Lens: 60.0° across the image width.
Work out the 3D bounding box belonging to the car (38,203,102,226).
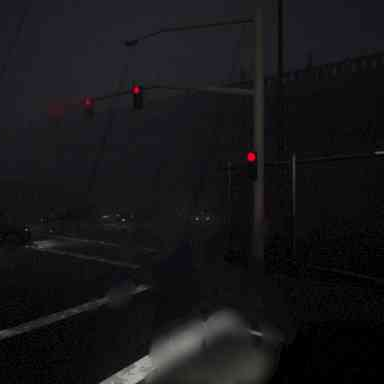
[{"bbox_3d":[-8.737,1.581,24.284,1.812,1.442,4.674,0,0,37],"label":"car"}]

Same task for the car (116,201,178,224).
[{"bbox_3d":[-3.334,1.603,25.811,2.033,1.411,5.357,0,0,35],"label":"car"}]

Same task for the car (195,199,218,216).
[{"bbox_3d":[2.501,1.603,34.021,2.033,1.411,5.357,0,0,35],"label":"car"}]

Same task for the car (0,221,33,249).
[{"bbox_3d":[-8.699,1.586,13.268,4.181,1.385,1.994,0,0,-33],"label":"car"}]

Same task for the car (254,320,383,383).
[{"bbox_3d":[3.007,1.547,1.823,5.357,1.411,2.033,0,0,36],"label":"car"}]

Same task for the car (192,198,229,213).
[{"bbox_3d":[2.332,1.547,39.822,2.128,1.511,4.902,0,0,35],"label":"car"}]

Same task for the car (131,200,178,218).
[{"bbox_3d":[-3.447,1.581,31.684,1.812,1.442,4.674,0,0,36],"label":"car"}]
